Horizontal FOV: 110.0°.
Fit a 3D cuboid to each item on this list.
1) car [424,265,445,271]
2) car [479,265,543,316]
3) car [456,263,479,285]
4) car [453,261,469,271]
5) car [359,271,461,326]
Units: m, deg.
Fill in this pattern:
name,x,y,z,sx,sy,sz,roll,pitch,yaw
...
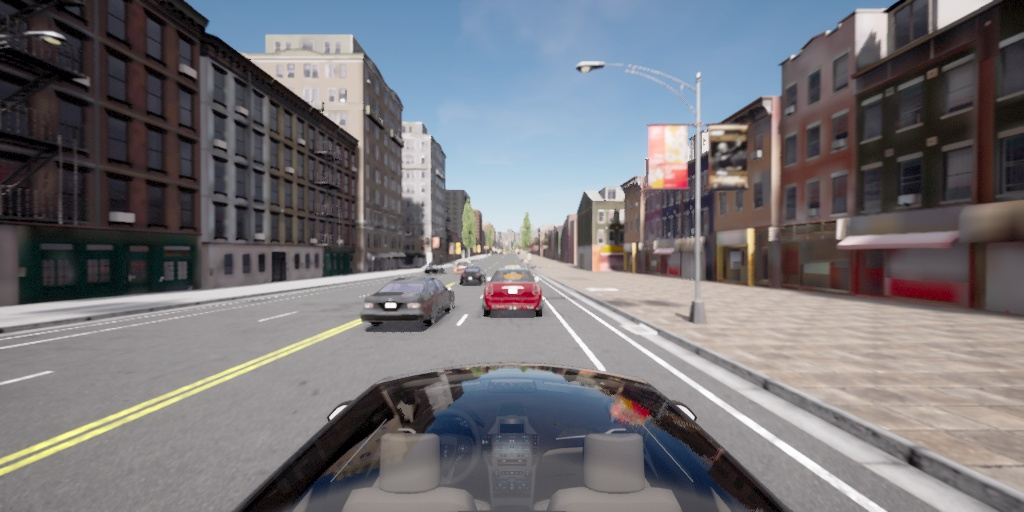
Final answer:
name,x,y,z,sx,sy,sz,roll,pitch,yaw
car,-9.840,1.784,45.798,1.895,1.301,4.718,0,0,0
car,0.049,1.225,14.141,2.097,1.767,4.553,0,-1,1
car,-3.193,1.575,29.913,1.812,1.442,4.674,0,0,1
car,-6.581,1.551,48.204,2.097,1.767,4.553,0,0,0
car,-3.225,1.398,12.087,2.033,1.411,5.357,0,-1,0
